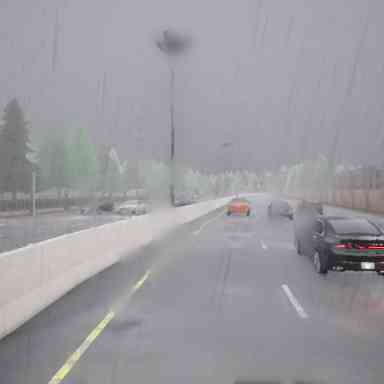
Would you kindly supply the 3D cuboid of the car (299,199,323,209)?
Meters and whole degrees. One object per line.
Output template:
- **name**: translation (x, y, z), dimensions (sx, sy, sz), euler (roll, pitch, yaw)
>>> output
- **car**: translation (11.963, 1.504, 33.810), dimensions (1.837, 1.490, 4.892), euler (0, 0, 10)

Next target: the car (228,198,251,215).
- **car**: translation (4.831, 1.352, 33.750), dimensions (2.097, 1.767, 4.553), euler (0, 0, 10)

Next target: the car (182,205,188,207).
- **car**: translation (-0.954, 1.601, 42.320), dimensions (1.895, 1.301, 4.718), euler (0, 0, 10)

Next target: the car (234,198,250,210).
- **car**: translation (6.633, 1.564, 44.085), dimensions (1.994, 1.385, 4.181), euler (0, 0, 10)

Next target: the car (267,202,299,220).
- **car**: translation (7.390, 1.547, 28.064), dimensions (2.033, 1.411, 5.357), euler (0, 0, 10)

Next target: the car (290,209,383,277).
- **car**: translation (4.487, 1.505, 10.334), dimensions (1.837, 1.490, 4.892), euler (0, 0, 7)
